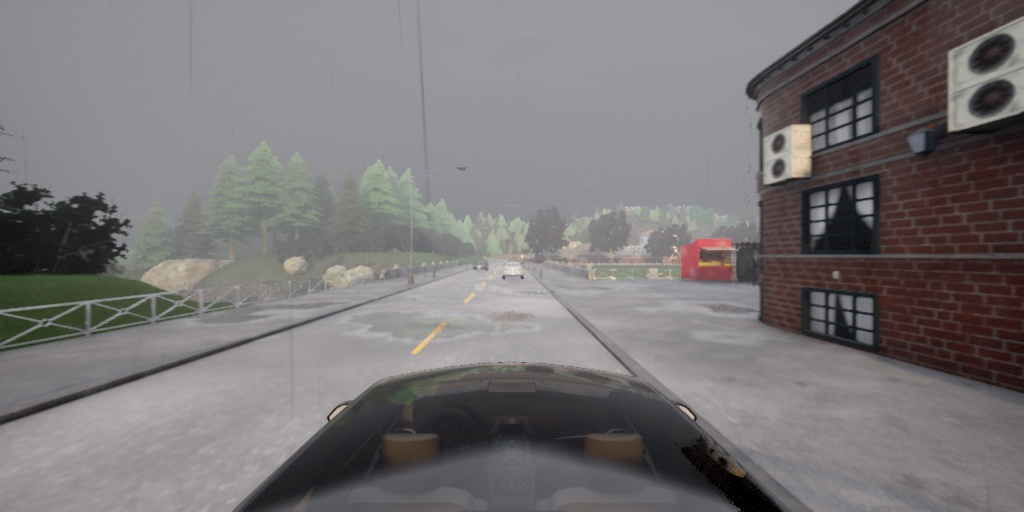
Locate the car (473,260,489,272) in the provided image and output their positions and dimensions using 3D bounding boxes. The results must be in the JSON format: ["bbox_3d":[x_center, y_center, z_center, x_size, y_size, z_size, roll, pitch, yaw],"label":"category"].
[{"bbox_3d":[-4.078,1.240,47.504,2.128,1.511,4.902,0,0,0],"label":"car"}]

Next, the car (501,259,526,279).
[{"bbox_3d":[0.095,1.273,32.694,1.812,1.442,4.674,0,0,0],"label":"car"}]
